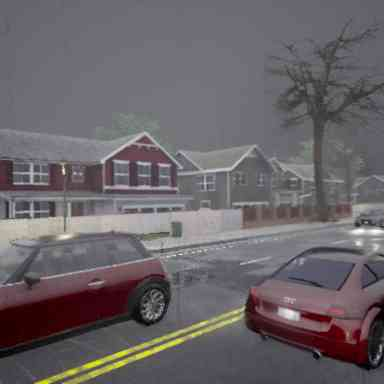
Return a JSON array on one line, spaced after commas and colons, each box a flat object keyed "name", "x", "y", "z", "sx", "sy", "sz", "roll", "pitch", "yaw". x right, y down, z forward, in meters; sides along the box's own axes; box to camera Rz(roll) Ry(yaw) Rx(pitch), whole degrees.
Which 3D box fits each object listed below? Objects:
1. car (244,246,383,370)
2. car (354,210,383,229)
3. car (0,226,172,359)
[{"name": "car", "x": 2.831, "y": 1.693, "z": 6.028, "sx": 4.181, "sy": 1.385, "sz": 1.994, "roll": 1, "pitch": -2, "yaw": -43}, {"name": "car", "x": 14.117, "y": 2.039, "z": 25.540, "sx": 4.181, "sy": 1.385, "sz": 1.994, "roll": 1, "pitch": -2, "yaw": -43}, {"name": "car", "x": -2.601, "y": 1.560, "z": 5.721, "sx": 4.553, "sy": 1.767, "sz": 2.097, "roll": 1, "pitch": -2, "yaw": -43}]
